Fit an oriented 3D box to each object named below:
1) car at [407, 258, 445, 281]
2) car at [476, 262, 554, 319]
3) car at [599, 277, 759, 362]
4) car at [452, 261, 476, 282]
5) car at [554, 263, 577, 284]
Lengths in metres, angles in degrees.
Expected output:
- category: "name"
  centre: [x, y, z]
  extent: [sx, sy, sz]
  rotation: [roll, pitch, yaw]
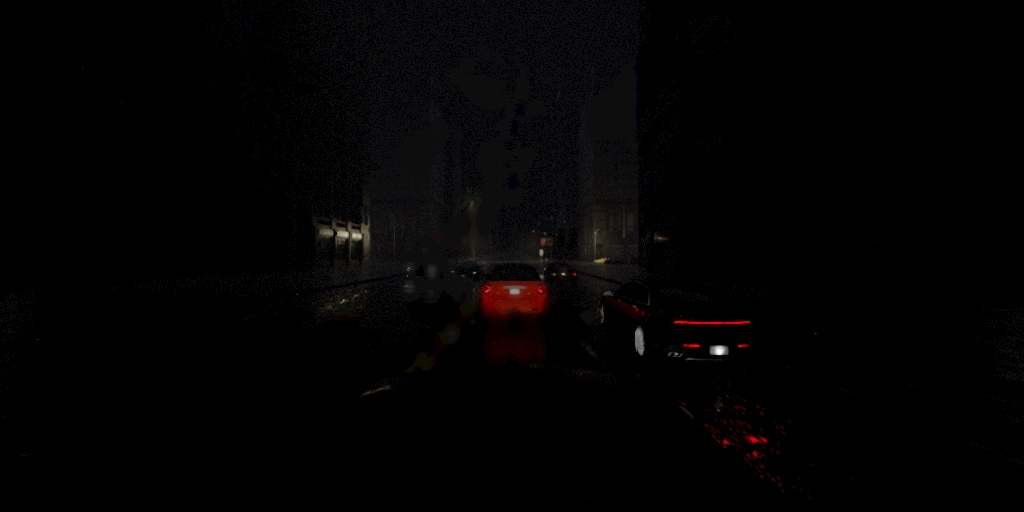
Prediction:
- category: "car"
  centre: [-6.610, 0.979, 27.835]
  extent: [2.097, 1.767, 4.553]
  rotation: [0, 0, 0]
- category: "car"
  centre: [0.084, 1.053, 12.625]
  extent: [2.097, 1.767, 4.553]
  rotation: [0, 0, 0]
- category: "car"
  centre: [3.322, 1.228, 8.148]
  extent: [1.837, 1.490, 4.892]
  rotation: [0, 1, 0]
- category: "car"
  centre: [-3.360, 1.155, 27.486]
  extent: [1.812, 1.442, 4.674]
  rotation: [0, 0, 0]
- category: "car"
  centre: [3.327, 1.188, 25.220]
  extent: [2.033, 1.411, 5.357]
  rotation: [0, 0, 0]
